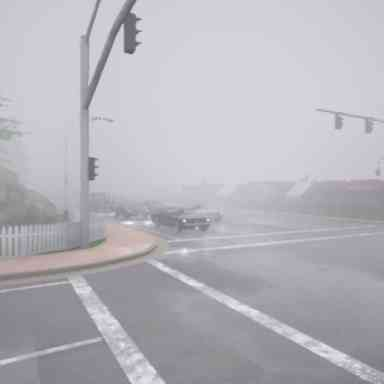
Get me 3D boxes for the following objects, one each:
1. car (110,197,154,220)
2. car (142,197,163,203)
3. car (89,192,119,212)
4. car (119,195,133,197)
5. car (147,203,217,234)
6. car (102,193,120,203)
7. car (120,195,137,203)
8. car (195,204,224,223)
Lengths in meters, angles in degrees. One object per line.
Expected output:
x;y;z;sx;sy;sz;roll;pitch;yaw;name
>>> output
-5.081;1.443;27.605;1.812;1.442;4.674;0;0;-28;car
-3.754;1.465;32.524;1.994;1.385;4.181;0;0;-28;car
-10.245;1.080;37.219;2.150;2.045;5.566;0;0;-28;car
-9.505;1.327;43.281;2.128;1.511;4.902;0;0;-28;car
-0.766;1.569;19.517;1.895;1.301;4.718;0;0;-28;car
-14.991;1.091;61.125;2.097;1.767;4.553;0;0;-28;car
-12.153;1.266;63.238;1.812;1.442;4.674;0;0;-28;car
0.401;1.551;24.748;1.895;1.301;4.718;0;0;-28;car
